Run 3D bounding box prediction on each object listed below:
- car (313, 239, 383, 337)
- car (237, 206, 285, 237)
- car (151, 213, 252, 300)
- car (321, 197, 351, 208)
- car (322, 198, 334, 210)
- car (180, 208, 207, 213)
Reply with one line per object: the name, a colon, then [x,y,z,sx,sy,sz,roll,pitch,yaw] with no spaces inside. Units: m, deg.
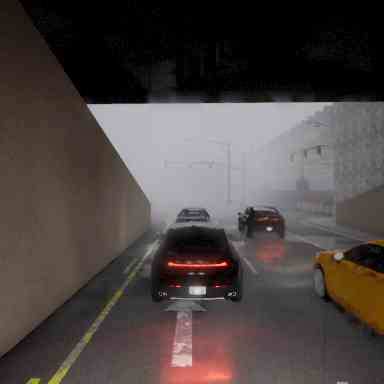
car: [3.579,1.478,5.349,1.882,1.535,5.008,0,0,0]
car: [3.629,1.502,17.976,1.837,1.490,4.892,0,-1,0]
car: [0.105,1.505,8.339,1.837,1.490,4.892,0,0,0]
car: [17.649,1.295,40.670,4.536,1.218,1.853,0,0,-45]
car: [17.612,1.453,40.633,4.974,1.542,2.038,0,0,-45]
car: [0.100,1.547,18.085,2.033,1.411,5.357,0,0,3]
